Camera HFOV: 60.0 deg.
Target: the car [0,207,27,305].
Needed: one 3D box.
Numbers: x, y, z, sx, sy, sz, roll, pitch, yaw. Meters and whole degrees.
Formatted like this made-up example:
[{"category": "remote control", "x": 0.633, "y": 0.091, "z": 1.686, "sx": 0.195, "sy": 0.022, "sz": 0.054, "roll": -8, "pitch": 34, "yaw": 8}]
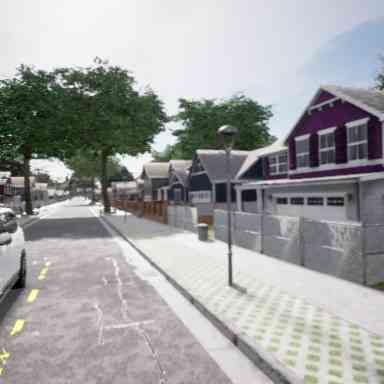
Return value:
[{"category": "car", "x": -4.765, "y": 1.365, "z": 6.609, "sx": 2.150, "sy": 2.045, "sz": 5.566, "roll": -1, "pitch": -1, "yaw": -19}]
